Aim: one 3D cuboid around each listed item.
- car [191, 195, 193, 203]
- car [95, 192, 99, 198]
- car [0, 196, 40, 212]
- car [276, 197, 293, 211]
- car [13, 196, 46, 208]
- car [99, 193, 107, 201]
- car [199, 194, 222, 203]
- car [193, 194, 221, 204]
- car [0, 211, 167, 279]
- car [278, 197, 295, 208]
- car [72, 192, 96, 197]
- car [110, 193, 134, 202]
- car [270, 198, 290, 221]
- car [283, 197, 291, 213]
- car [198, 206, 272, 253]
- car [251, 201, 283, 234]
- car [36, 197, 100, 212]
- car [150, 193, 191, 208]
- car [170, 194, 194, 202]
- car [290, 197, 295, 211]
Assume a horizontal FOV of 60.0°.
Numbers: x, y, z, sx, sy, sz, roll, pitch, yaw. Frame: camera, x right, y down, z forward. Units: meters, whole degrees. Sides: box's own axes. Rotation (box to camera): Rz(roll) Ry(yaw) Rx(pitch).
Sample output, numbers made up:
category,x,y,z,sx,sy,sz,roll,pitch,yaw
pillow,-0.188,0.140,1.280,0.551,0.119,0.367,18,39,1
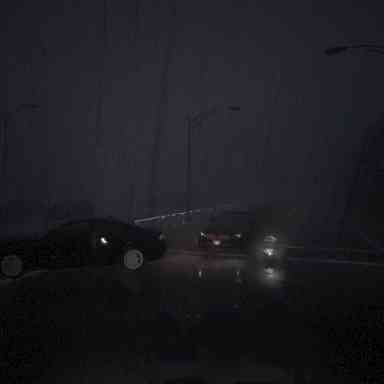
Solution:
category,x,y,z,sx,sy,sz,roll,pitch,yaw
car,-2.349,1.053,44.636,3.866,1.878,1.905,0,0,19
car,-21.737,1.299,67.996,3.806,1.475,1.970,0,0,19
car,-15.061,1.356,29.403,3.806,1.475,1.970,0,0,19
car,11.734,1.484,42.063,1.837,1.490,4.892,0,0,19
car,-21.619,1.274,44.291,3.633,1.501,1.845,0,0,19
car,-20.090,1.015,70.948,3.866,1.878,1.905,0,0,19
car,3.515,1.203,62.934,3.806,1.475,1.970,0,0,19
car,1.760,1.126,56.753,5.027,1.636,2.152,0,0,19
car,-3.264,1.475,9.850,5.008,1.535,1.882,0,0,-15
car,13.624,1.469,47.636,2.128,1.511,4.902,0,0,19
car,-18.369,1.249,53.741,4.514,1.523,2.007,0,0,19
car,-13.694,1.046,65.309,4.605,1.855,1.932,0,0,19
car,5.916,1.475,24.914,2.128,1.511,4.902,0,0,19
car,7.803,1.487,30.475,1.837,1.490,4.892,0,0,19
car,1.841,1.514,13.866,1.812,1.442,4.674,0,0,25
car,3.997,1.490,19.271,1.837,1.490,4.892,0,0,19
car,-8.991,1.356,24.197,3.633,1.501,1.845,0,0,19
car,-2.892,1.075,41.752,4.605,1.855,1.932,0,0,19
car,-1.984,1.258,68.667,4.514,1.523,2.007,0,0,19
car,9.852,1.544,36.510,1.994,1.385,4.181,0,0,19
